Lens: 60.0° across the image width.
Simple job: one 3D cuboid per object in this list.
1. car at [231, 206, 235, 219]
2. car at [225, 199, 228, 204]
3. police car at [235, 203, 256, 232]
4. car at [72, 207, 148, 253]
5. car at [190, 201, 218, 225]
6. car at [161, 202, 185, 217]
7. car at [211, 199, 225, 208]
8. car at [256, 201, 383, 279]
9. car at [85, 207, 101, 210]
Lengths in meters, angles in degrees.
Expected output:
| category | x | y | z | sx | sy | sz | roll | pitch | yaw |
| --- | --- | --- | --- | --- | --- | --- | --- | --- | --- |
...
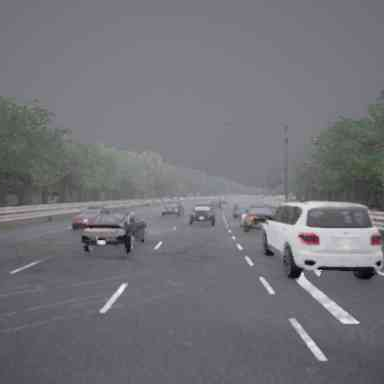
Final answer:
| category | x | y | z | sx | sy | sz | roll | pitch | yaw |
| --- | --- | --- | --- | --- | --- | --- | --- | --- | --- |
| car | 4.811 | 1.751 | 31.684 | 2.033 | 1.411 | 5.357 | 0 | 0 | 5 |
| car | 6.966 | 2.098 | 73.983 | 1.895 | 1.301 | 4.718 | 0 | 0 | 11 |
| police car | 4.087 | 1.641 | 21.035 | 2.038 | 1.542 | 4.974 | 0 | 0 | 3 |
| car | -3.095 | 1.573 | 14.090 | 2.128 | 1.511 | 4.902 | 0 | 0 | 2 |
| car | 0.880 | 1.687 | 25.874 | 1.812 | 1.442 | 4.674 | 0 | 0 | 5 |
| car | -1.881 | 1.759 | 34.167 | 2.033 | 1.411 | 5.357 | 0 | 0 | 5 |
| car | 3.862 | 1.847 | 54.179 | 2.128 | 1.511 | 4.902 | 0 | 0 | 8 |
| car | 3.648 | 1.290 | 10.401 | 2.150 | 2.045 | 5.566 | 0 | 0 | 2 |
| car | -6.238 | 1.690 | 21.881 | 1.994 | 1.385 | 4.181 | 0 | 0 | 3 |
